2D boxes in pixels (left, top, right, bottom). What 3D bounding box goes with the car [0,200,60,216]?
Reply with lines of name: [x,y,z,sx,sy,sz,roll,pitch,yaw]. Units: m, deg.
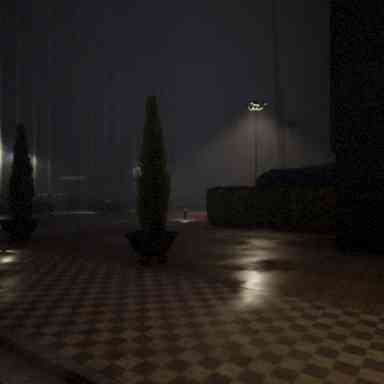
car: [-15.825,1.505,32.329,1.837,1.490,4.892,0,0,35]

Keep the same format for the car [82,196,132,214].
car: [-8.878,1.491,35.836,2.128,1.511,4.902,0,0,35]

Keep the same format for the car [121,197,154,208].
car: [-8.046,1.492,49.614,2.128,1.511,4.902,0,0,35]

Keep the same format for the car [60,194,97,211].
car: [-14.038,1.221,41.032,2.150,2.045,5.566,0,0,35]

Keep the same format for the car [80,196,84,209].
car: [-10.494,1.505,39.990,1.837,1.490,4.892,0,0,35]
